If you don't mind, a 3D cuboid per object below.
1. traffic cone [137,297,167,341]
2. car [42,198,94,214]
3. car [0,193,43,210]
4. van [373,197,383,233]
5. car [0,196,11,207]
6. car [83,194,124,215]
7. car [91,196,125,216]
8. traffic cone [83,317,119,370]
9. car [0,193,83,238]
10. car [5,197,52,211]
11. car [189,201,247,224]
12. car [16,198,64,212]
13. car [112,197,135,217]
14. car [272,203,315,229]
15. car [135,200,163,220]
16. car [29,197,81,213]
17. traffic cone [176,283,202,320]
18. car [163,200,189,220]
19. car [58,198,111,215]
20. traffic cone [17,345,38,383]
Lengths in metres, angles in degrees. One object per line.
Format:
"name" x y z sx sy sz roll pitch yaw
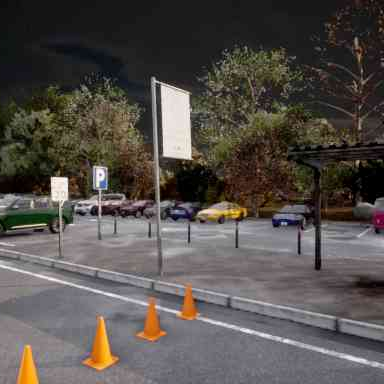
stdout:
"traffic cone" -0.631 1.957 5.229 0.340 0.580 0.340 0 0 35
"car" -13.465 1.454 36.492 2.097 1.535 5.008 0 0 35
"car" -22.567 1.152 42.855 2.435 2.045 5.566 0 0 35
"van" 11.592 1.264 19.046 1.878 1.987 4.442 0 0 35
"car" -29.260 1.331 47.818 1.946 1.575 5.366 1 0 35
"car" -8.934 1.211 33.282 2.435 2.045 5.566 0 0 35
"car" -6.643 1.465 31.715 2.097 1.535 5.008 0 0 35
"traffic cone" -1.206 1.957 4.412 0.340 0.580 0.340 0 0 35
"car" -8.924 1.220 17.293 2.435 2.045 5.566 0 0 35
"car" -20.265 1.451 41.309 2.163 1.488 4.792 0 0 35
"car" 2.333 1.474 25.179 1.946 1.575 5.366 0 0 35
"car" -18.020 1.468 39.662 2.163 1.488 4.792 0 0 35
"car" -4.372 1.468 30.120 2.097 1.535 5.008 0 0 35
"car" 6.966 1.513 22.117 2.163 1.488 4.792 0 0 35
"car" -2.099 1.473 28.526 2.231 1.521 4.892 0 0 35
"car" -15.629 1.443 38.244 1.946 1.575 5.366 0 0 35
"traffic cone" -0.057 1.957 6.044 0.340 0.580 0.340 0 0 36
"car" 0.185 1.504 26.950 2.163 1.488 4.792 0 0 35
"car" -11.192 1.461 34.896 2.231 1.521 4.892 0 0 35
"traffic cone" -1.781 1.957 3.595 0.340 0.580 0.340 0 0 35
